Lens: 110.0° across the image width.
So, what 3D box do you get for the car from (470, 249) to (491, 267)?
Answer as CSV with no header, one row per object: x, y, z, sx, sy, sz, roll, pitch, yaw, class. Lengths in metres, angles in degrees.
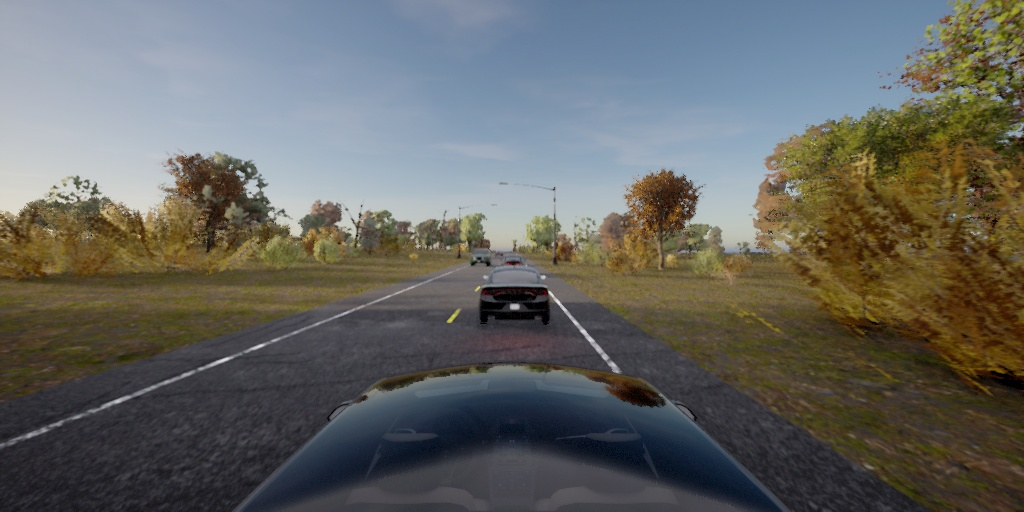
-3.588,0.163,41.627,2.150,2.045,5.566,0,1,0,car

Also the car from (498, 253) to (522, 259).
0.089,0.713,28.241,1.837,1.490,4.892,0,1,0,car

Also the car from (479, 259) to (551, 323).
0.078,1.032,11.223,1.882,1.535,5.008,0,1,0,car
